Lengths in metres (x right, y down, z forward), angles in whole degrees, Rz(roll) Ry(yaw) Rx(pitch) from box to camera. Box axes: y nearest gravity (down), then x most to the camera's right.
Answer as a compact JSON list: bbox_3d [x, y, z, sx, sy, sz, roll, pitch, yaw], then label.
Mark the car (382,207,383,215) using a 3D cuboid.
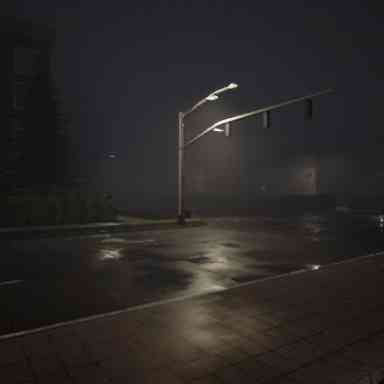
[{"bbox_3d":[22.068,1.684,34.974,5.008,1.535,1.882,0,0,-31],"label":"car"}]
